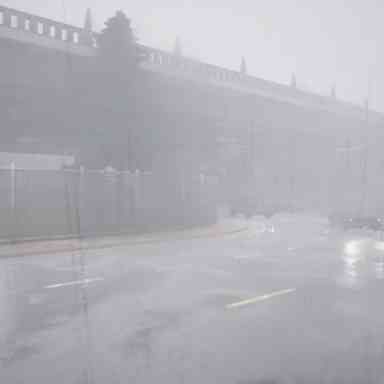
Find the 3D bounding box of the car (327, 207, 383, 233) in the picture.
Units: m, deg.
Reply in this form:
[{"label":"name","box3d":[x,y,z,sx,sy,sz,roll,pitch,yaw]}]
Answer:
[{"label":"car","box3d":[9.710,1.606,20.145,1.895,1.301,4.718,0,0,9]}]

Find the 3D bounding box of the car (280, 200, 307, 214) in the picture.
[{"label":"car","box3d":[10.511,1.571,36.109,1.994,1.385,4.181,0,0,-21]}]

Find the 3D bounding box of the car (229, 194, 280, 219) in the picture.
[{"label":"car","box3d":[5.197,1.228,29.805,2.150,2.045,5.566,0,0,-17]}]

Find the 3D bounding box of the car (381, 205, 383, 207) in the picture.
[{"label":"car","box3d":[16.895,1.554,27.198,2.033,1.411,5.357,0,0,-10]}]
